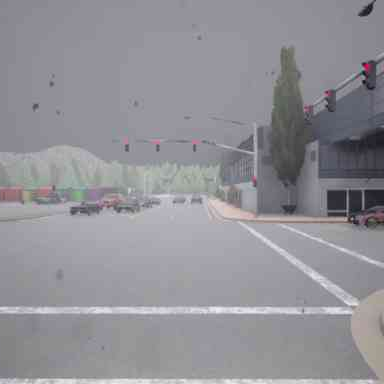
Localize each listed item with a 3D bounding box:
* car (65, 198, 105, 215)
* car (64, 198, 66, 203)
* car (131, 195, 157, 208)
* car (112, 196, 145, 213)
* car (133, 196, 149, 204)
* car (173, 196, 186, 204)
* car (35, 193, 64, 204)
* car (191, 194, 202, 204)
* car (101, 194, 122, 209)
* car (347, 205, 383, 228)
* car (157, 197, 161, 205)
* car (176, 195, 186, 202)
[{"bbox_3d":[-10.641,1.601,33.515,1.895,1.301,4.718,0,0,1],"label":"car"},{"bbox_3d":[-24.735,1.395,60.149,3.806,1.475,1.970,0,0,0],"label":"car"},{"bbox_3d":[-6.788,1.491,47.153,2.128,1.511,4.902,0,0,2],"label":"car"},{"bbox_3d":[-7.062,1.547,37.409,2.033,1.411,5.357,0,0,1],"label":"car"},{"bbox_3d":[-9.755,1.548,64.303,2.033,1.411,5.357,0,0,2],"label":"car"},{"bbox_3d":[-2.688,1.564,65.102,1.994,1.385,4.181,0,0,2],"label":"car"},{"bbox_3d":[-24.757,1.156,57.254,3.866,1.878,1.905,0,0,0],"label":"car"},{"bbox_3d":[0.885,1.352,64.252,2.097,1.767,4.553,0,0,2],"label":"car"},{"bbox_3d":[-10.412,1.221,43.279,2.150,2.045,5.566,0,0,2],"label":"car"},{"bbox_3d":[12.336,1.564,21.445,4.181,1.385,1.994,0,0,0],"label":"car"},{"bbox_3d":[-6.488,1.564,57.102,1.994,1.385,4.181,0,0,2],"label":"car"},{"bbox_3d":[-2.401,1.470,74.893,1.994,1.385,4.181,0,0,2],"label":"car"}]
